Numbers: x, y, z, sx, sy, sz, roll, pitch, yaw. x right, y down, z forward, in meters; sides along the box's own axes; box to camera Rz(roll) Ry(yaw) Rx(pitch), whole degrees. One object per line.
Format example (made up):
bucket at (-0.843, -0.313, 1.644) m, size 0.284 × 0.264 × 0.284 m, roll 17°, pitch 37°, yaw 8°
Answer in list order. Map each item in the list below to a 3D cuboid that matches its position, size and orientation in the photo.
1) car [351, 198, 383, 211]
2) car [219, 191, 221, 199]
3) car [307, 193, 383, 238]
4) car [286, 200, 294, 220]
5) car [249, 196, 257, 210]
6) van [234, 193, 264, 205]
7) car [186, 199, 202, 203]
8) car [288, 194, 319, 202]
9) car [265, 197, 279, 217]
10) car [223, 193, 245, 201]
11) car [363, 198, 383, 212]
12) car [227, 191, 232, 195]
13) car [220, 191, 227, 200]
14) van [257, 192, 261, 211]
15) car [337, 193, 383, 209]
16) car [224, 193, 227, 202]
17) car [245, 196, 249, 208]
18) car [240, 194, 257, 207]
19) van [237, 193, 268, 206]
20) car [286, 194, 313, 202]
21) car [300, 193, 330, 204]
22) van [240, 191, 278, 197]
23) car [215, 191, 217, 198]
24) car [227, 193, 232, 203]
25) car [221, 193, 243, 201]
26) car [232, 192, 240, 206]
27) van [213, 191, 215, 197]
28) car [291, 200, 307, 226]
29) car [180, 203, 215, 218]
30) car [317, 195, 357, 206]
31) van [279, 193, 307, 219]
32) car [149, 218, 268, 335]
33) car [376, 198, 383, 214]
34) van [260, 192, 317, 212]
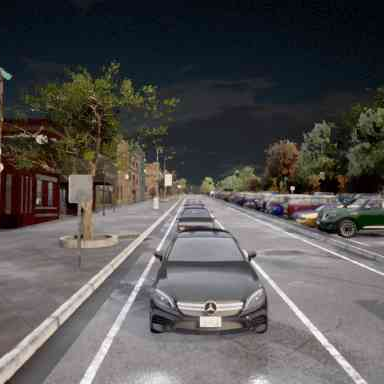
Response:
car at (22.218, 1.452, 40.285) m, size 4.792 × 1.488 × 2.163 m, roll 0°, pitch 0°, yaw 0°
car at (8.882, 0.938, 67.572) m, size 5.566 × 2.045 × 2.435 m, roll 0°, pitch 1°, yaw 0°
car at (9.249, 1.221, 17.108) m, size 5.566 × 2.045 × 2.435 m, roll 0°, pitch 0°, yaw 0°
car at (9.239, 1.506, 22.715) m, size 4.674 × 1.452 × 2.002 m, roll 0°, pitch 0°, yaw 0°
car at (9.164, 1.470, 36.733) m, size 4.792 × 1.488 × 2.163 m, roll 0°, pitch 0°, yaw 0°
van at (9.129, 1.088, 53.558) m, size 4.442 × 1.987 × 1.878 m, roll 0°, pitch 1°, yaw 0°
car at (0.211, 1.439, 30.850) m, size 2.128 × 1.511 × 4.902 m, roll 0°, pitch 0°, yaw 0°
car at (21.822, 1.209, 65.263) m, size 5.366 × 1.575 × 1.946 m, roll 0°, pitch 0°, yaw 0°
car at (9.191, 1.460, 28.321) m, size 5.008 × 1.535 × 2.097 m, roll 0°, pitch 0°, yaw 0°
car at (8.859, 1.039, 70.376) m, size 4.553 × 1.767 × 2.185 m, roll 0°, pitch 1°, yaw 0°
car at (22.180, 1.469, 37.501) m, size 4.792 × 1.488 × 2.163 m, roll 0°, pitch 0°, yaw 0°
car at (9.003, 1.139, 59.164) m, size 4.553 × 1.767 × 2.185 m, roll 0°, pitch 1°, yaw 0°
car at (8.903, 0.963, 64.769) m, size 5.566 × 2.045 × 2.435 m, roll 0°, pitch 1°, yaw 0°
van at (9.272, 1.222, 33.930) m, size 4.442 × 1.987 × 1.878 m, roll 0°, pitch 0°, yaw 0°
car at (22.140, 1.153, 43.057) m, size 5.566 × 2.045 × 2.435 m, roll 0°, pitch 0°, yaw 0°
car at (8.949, 1.279, 61.969) m, size 4.674 × 1.452 × 2.002 m, roll 0°, pitch 1°, yaw 0°
car at (9.112, 1.466, 39.541) m, size 4.674 × 1.452 × 2.002 m, roll 0°, pitch 0°, yaw 0°
car at (9.100, 1.409, 42.344) m, size 4.892 × 1.521 × 2.231 m, roll 0°, pitch 0°, yaw 0°
van at (9.150, 1.113, 50.755) m, size 4.442 × 1.987 × 1.878 m, roll 0°, pitch 1°, yaw 0°
car at (21.993, 1.188, 68.041) m, size 4.892 × 1.521 × 2.231 m, roll 0°, pitch 1°, yaw 0°
car at (22.079, 1.135, 59.714) m, size 4.553 × 1.767 × 2.185 m, roll 0°, pitch 1°, yaw 0°
van at (9.190, 1.163, 45.151) m, size 4.442 × 1.987 × 1.878 m, roll 0°, pitch 0°, yaw 0°
car at (8.804, 1.064, 81.590) m, size 5.008 × 1.535 × 2.097 m, roll 0°, pitch 1°, yaw 0°
car at (8.986, 1.290, 56.362) m, size 4.892 × 1.521 × 2.231 m, roll 0°, pitch 1°, yaw 0°
car at (8.839, 1.014, 73.180) m, size 4.553 × 1.767 × 2.185 m, roll 0°, pitch 1°, yaw 0°
car at (9.025, 1.113, 47.950) m, size 5.566 × 2.045 × 2.435 m, roll 0°, pitch 1°, yaw 0°
van at (8.631, 0.764, 89.997) m, size 4.442 × 1.987 × 1.878 m, roll 0°, pitch 1°, yaw 0°
car at (9.072, 1.466, 19.910) m, size 5.366 × 1.575 × 1.946 m, roll 0°, pitch 0°, yaw 0°
car at (0.191, 1.532, 17.480) m, size 2.033 × 1.411 × 5.357 m, roll 0°, pitch 0°, yaw 0°
car at (22.294, 1.332, 51.388) m, size 5.366 × 1.575 × 1.946 m, roll 0°, pitch 1°, yaw 0°
van at (9.333, 1.237, 25.518) m, size 4.442 × 1.987 × 1.878 m, roll 0°, pitch 0°, yaw 0°
car at (0.252, 1.524, 6.901) m, size 1.812 × 1.442 × 4.674 m, roll 0°, pitch 0°, yaw 0°
car at (22.414, 1.444, 34.731) m, size 5.366 × 1.575 × 1.946 m, roll 0°, pitch 0°, yaw 0°
van at (9.059, 1.230, 31.127) m, size 4.442 × 1.987 × 1.878 m, roll 0°, pitch 0°, yaw 0°
